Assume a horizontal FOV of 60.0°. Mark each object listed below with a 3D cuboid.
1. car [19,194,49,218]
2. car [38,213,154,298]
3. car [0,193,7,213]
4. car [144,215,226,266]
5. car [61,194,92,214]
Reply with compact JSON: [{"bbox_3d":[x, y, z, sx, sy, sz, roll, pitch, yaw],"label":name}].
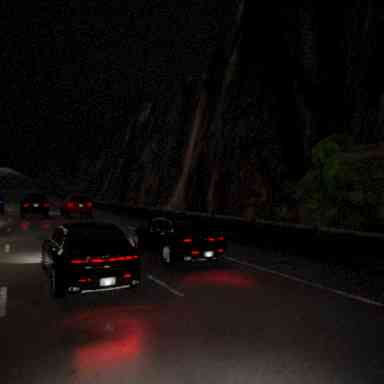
[{"bbox_3d":[-14.122,1.178,29.793,2.150,2.045,5.566,1,0,-28],"label":"car"},{"bbox_3d":[-2.839,1.554,8.836,1.837,1.490,4.892,1,0,-28],"label":"car"},{"bbox_3d":[-20.271,1.062,33.830,2.150,2.045,5.566,1,0,-28],"label":"car"},{"bbox_3d":[-0.639,1.612,12.131,1.837,1.490,4.892,1,0,-28],"label":"car"},{"bbox_3d":[-10.869,1.238,31.134,2.150,2.045,5.566,1,0,-28],"label":"car"}]
